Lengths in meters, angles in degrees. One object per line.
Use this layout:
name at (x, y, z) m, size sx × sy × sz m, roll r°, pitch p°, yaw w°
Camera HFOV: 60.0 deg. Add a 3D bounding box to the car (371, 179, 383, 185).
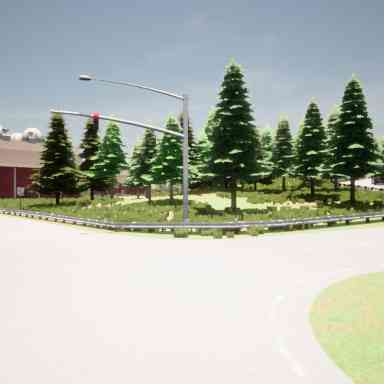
car at (29.049, -1.912, 51.483) m, size 1.837 × 1.490 × 4.892 m, roll 0°, pitch 5°, yaw 21°
